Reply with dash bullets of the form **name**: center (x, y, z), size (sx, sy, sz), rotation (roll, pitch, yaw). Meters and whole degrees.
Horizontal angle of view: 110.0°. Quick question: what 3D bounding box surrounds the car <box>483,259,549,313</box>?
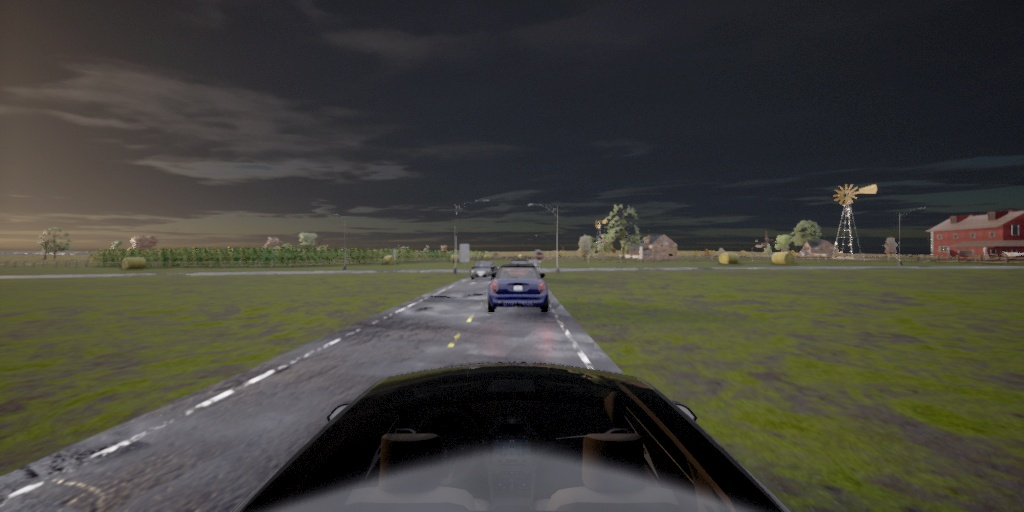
- **car**: center (0.232, 1.068, 13.927), size (2.097, 1.767, 4.553), rotation (0, 0, 1)

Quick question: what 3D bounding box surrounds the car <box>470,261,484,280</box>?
- **car**: center (-2.266, 1.159, 29.602), size (2.128, 1.511, 4.902), rotation (0, 0, 2)
